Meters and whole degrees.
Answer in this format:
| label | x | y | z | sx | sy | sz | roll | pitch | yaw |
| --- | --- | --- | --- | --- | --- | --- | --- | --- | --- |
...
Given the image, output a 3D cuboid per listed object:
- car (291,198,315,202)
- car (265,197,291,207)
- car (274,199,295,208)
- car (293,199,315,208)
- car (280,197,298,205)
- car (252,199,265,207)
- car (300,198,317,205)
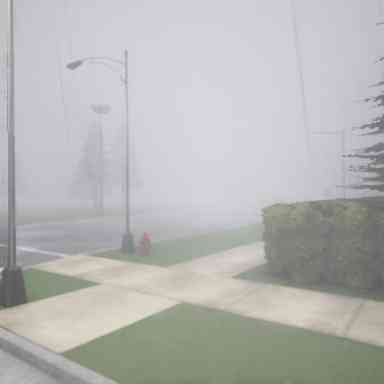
| label | x | y | z | sx | sy | sz | roll | pitch | yaw |
| --- | --- | --- | --- | --- | --- | --- | --- | --- | --- |
| car | 14.479 | 1.664 | 41.854 | 1.837 | 1.490 | 4.892 | -1 | -1 | 36 |
| car | 11.796 | 1.729 | 44.113 | 1.812 | 1.442 | 4.674 | -1 | -1 | 36 |
| car | 15.380 | 1.811 | 54.932 | 1.994 | 1.385 | 4.181 | -1 | -1 | 36 |
| car | 17.611 | 1.804 | 52.215 | 1.895 | 1.301 | 4.718 | -1 | -1 | 36 |
| car | 19.414 | 1.817 | 66.464 | 1.812 | 1.442 | 4.674 | -1 | -1 | 36 |
| car | 12.159 | 1.839 | 56.486 | 2.033 | 1.411 | 5.357 | -1 | -1 | 38 |
| car | 22.827 | 1.847 | 65.208 | 1.895 | 1.301 | 4.718 | -1 | -1 | 36 |
